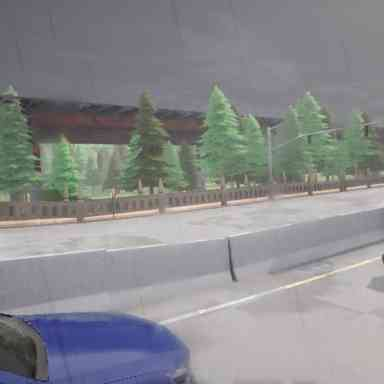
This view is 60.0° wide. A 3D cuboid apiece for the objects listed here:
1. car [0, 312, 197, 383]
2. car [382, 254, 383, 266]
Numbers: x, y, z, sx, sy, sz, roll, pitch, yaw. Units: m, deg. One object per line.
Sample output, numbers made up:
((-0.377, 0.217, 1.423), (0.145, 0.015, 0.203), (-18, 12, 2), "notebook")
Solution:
((-2.110, 1.527, 2.246), (4.674, 1.442, 1.812), (0, 0, -36), "car")
((7.125, 1.271, 8.870), (5.357, 1.411, 2.033), (-3, 2, -36), "car")
